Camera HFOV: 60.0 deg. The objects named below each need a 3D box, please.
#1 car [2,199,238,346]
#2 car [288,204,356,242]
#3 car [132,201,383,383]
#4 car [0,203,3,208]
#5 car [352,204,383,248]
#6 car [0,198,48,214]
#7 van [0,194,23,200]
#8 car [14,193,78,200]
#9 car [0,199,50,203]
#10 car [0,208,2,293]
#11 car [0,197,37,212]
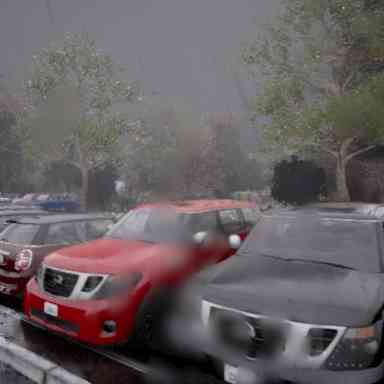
[{"bbox_3d":[-0.280,1.214,6.694,2.435,2.045,5.566,0,0,35],"label":"car"},{"bbox_3d":[7.015,1.466,17.598,2.231,1.521,4.892,0,0,35],"label":"car"},{"bbox_3d":[2.005,1.223,5.070,2.435,2.045,5.566,0,0,35],"label":"car"},{"bbox_3d":[-4.851,1.320,9.941,2.185,1.767,4.553,0,0,35],"label":"car"},{"bbox_3d":[9.168,1.471,15.834,1.946,1.575,5.366,0,0,35],"label":"car"},{"bbox_3d":[-18.087,1.403,35.433,2.002,1.452,4.674,0,0,35],"label":"car"},{"bbox_3d":[-9.470,1.201,13.119,1.878,1.987,4.442,0,0,35],"label":"van"},{"bbox_3d":[-13.562,1.129,32.184,2.435,2.045,5.566,0,0,35],"label":"car"},{"bbox_3d":[-7.100,1.311,11.616,2.185,1.767,4.553,0,0,35],"label":"car"},{"bbox_3d":[-2.566,1.330,8.316,2.185,1.767,4.553,0,0,35],"label":"car"},{"bbox_3d":[-20.257,1.358,36.972,2.097,1.535,5.008,0,0,35],"label":"car"}]
